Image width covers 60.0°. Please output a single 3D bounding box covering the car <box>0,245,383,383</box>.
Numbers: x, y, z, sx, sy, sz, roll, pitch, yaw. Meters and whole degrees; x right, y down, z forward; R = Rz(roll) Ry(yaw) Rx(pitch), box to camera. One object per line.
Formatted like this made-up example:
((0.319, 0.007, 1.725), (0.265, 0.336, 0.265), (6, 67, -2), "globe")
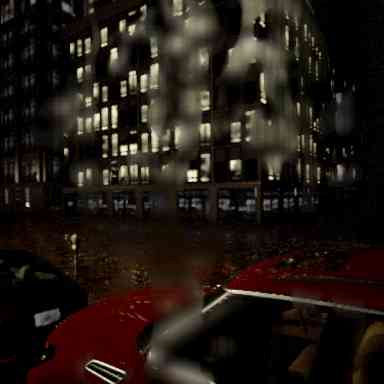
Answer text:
((1.014, 1.318, 2.157), (5.009, 1.841, 2.192), (-1, -1, 36), "car")
